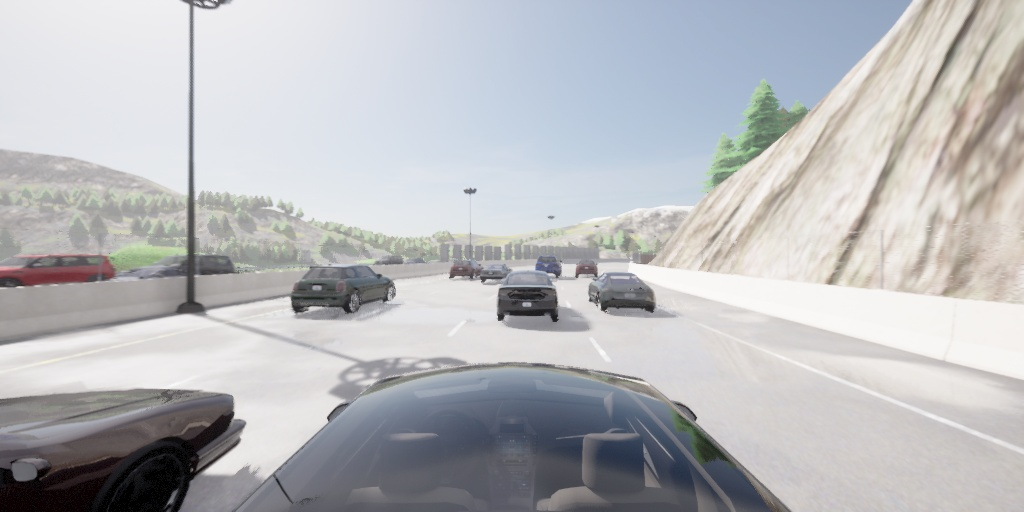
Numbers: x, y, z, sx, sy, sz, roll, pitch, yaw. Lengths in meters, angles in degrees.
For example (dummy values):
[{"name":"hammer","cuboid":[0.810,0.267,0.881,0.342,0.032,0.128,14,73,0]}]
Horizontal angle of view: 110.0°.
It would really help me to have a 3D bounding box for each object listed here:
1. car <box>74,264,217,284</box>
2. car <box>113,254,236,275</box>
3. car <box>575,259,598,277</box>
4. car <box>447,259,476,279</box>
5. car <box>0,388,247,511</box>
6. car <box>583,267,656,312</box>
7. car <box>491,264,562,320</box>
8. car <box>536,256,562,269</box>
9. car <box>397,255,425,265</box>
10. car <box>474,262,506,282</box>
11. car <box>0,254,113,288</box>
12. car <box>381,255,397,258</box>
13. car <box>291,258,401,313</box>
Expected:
[{"name":"car","cuboid":[-16.823,1.273,16.825,1.994,1.385,4.181,0,0,5]},{"name":"car","cuboid":[-19.858,0.922,21.843,2.150,2.045,5.566,0,0,7]},{"name":"car","cuboid":[7.449,1.122,35.760,2.097,1.767,4.553,0,0,12]},{"name":"car","cuboid":[-3.964,1.094,32.201,2.097,1.767,4.553,0,0,10]},{"name":"car","cuboid":[-3.373,1.289,0.795,2.033,1.411,5.357,0,0,0]},{"name":"car","cuboid":[4.235,1.325,14.378,1.994,1.385,4.181,0,0,5]},{"name":"car","cuboid":[0.584,1.230,12.668,1.882,1.535,5.008,0,0,4]},{"name":"car","cuboid":[3.545,0.982,34.344,2.150,2.045,5.566,0,0,11]},{"name":"car","cuboid":[-15.889,1.065,57.609,2.097,1.767,4.553,0,0,17]},{"name":"car","cuboid":[-1.146,1.296,28.256,2.033,1.411,5.357,0,0,9]},{"name":"car","cuboid":[-23.754,0.912,18.087,2.150,2.045,5.566,0,0,5]},{"name":"car","cuboid":[-19.667,0.924,57.285,2.150,2.045,5.566,0,0,17]},{"name":"car","cuboid":[-6.322,1.087,14.016,2.097,1.767,4.553,0,0,4]}]
